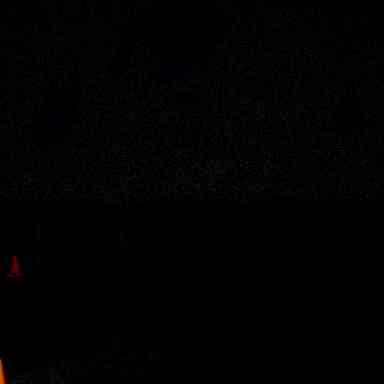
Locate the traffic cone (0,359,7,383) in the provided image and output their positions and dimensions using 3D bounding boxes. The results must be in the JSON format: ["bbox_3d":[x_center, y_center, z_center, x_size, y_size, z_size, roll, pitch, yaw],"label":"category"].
[{"bbox_3d":[-1.954,1.992,3.369,0.340,0.580,0.340,0,-1,37],"label":"traffic cone"}]

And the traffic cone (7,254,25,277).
[{"bbox_3d":[-4.963,2.050,9.363,0.340,0.580,0.340,0,0,37],"label":"traffic cone"}]
